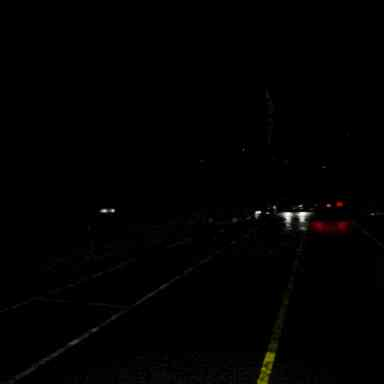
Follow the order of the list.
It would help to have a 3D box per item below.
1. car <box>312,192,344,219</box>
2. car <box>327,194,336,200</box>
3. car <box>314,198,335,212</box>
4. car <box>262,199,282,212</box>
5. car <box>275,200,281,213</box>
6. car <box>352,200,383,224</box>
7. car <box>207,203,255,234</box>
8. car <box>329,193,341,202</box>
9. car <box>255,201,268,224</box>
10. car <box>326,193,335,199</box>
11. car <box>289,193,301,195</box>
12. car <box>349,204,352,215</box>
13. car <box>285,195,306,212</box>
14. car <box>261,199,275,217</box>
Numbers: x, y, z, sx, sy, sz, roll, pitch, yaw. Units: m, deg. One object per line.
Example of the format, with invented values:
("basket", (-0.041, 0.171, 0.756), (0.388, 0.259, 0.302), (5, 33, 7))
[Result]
("car", (11.186, 1.092, 27.441), (2.150, 2.045, 5.566), (-2, -1, 21))
("car", (34.705, 1.145, 82.877), (2.008, 1.369, 4.403), (-3, -1, 20))
("car", (14.869, 1.405, 37.454), (1.994, 1.385, 4.181), (-2, -1, 20))
("car", (9.832, 1.597, 40.433), (1.752, 1.417, 4.829), (-3, -1, 20))
("car", (7.986, 1.527, 35.479), (1.967, 1.590, 4.097), (-3, -1, 20))
("car", (12.229, 1.299, 22.440), (1.752, 1.417, 4.829), (-3, -1, 20))
("car", (2.280, 1.577, 20.135), (1.967, 1.590, 4.097), (-3, -1, 20))
("car", (29.015, 1.077, 67.589), (1.967, 1.590, 4.097), (-3, -1, 20))
("car", (4.186, 1.671, 25.248), (2.008, 1.369, 4.403), (-3, -1, 20))
("car", (36.600, 1.126, 87.974), (1.887, 1.381, 4.507), (-3, -1, 20))
("car", (22.921, 1.284, 75.657), (2.192, 1.841, 5.009), (-3, -1, 20))
("car", (14.073, 1.323, 27.395), (1.947, 1.339, 4.313), (-3, -1, 20))
("car", (11.803, 1.472, 37.937), (1.837, 1.490, 4.892), (-3, -1, 21))
("car", (6.088, 1.648, 30.363), (1.887, 1.381, 4.507), (-3, -1, 20))
